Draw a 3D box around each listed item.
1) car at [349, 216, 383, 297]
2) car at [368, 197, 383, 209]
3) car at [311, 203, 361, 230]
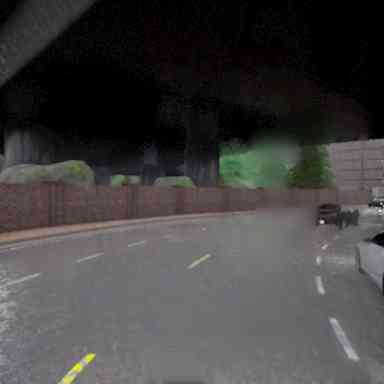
[{"bbox_3d":[5.039,1.537,7.493,1.812,1.442,4.674,0,0,16],"label":"car"},{"bbox_3d":[26.123,1.497,46.105,5.008,1.535,1.882,1,0,-41],"label":"car"},{"bbox_3d":[9.171,1.482,21.066,1.837,1.490,4.892,0,0,43],"label":"car"}]
